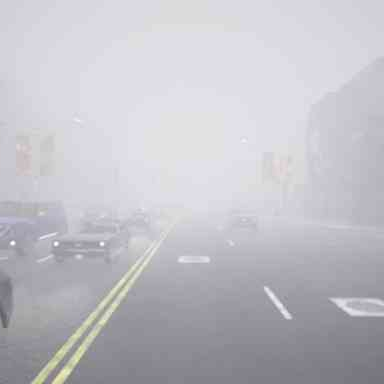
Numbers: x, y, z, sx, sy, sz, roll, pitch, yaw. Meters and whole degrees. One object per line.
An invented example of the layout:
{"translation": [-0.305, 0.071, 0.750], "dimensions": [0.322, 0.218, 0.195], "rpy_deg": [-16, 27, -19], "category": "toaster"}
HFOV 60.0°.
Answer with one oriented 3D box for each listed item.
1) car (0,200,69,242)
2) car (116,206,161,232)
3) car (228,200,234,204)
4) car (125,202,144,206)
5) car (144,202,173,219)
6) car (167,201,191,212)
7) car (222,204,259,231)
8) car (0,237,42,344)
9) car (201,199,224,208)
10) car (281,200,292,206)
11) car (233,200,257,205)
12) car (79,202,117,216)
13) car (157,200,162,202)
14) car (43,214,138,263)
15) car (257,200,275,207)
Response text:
{"translation": [-7.000, 1.348, 13.882], "dimensions": [2.150, 2.045, 5.566], "rpy_deg": [0, -1, 0], "category": "car"}
{"translation": [-3.425, 1.823, 22.152], "dimensions": [1.895, 1.301, 4.718], "rpy_deg": [0, -1, 1], "category": "car"}
{"translation": [8.585, 2.167, 61.977], "dimensions": [2.128, 1.511, 4.902], "rpy_deg": [0, -1, 37], "category": "car"}
{"translation": [-6.462, 1.886, 38.259], "dimensions": [1.837, 1.490, 4.892], "rpy_deg": [0, -1, 4], "category": "car"}
{"translation": [-3.257, 1.937, 32.999], "dimensions": [1.895, 1.301, 4.718], "rpy_deg": [0, -1, 2], "category": "car"}
{"translation": [-1.669, 2.092, 47.413], "dimensions": [1.895, 1.301, 4.718], "rpy_deg": [0, -1, 14], "category": "car"}
{"translation": [3.367, 1.798, 22.801], "dimensions": [2.033, 1.411, 5.357], "rpy_deg": [0, -1, 3], "category": "car"}
{"translation": [-3.587, 1.513, 3.016], "dimensions": [2.128, 1.511, 4.902], "rpy_deg": [0, -1, 0], "category": "car"}
{"translation": [4.262, 2.148, 61.651], "dimensions": [2.128, 1.511, 4.902], "rpy_deg": [0, 0, 31], "category": "car"}
{"translation": [20.504, 2.311, 69.060], "dimensions": [4.674, 1.442, 1.812], "rpy_deg": [1, -1, -31], "category": "car"}
{"translation": [8.924, 2.132, 55.280], "dimensions": [1.812, 1.442, 4.674], "rpy_deg": [0, -1, 27], "category": "car"}
{"translation": [-6.879, 1.594, 24.989], "dimensions": [2.097, 1.767, 4.553], "rpy_deg": [0, -1, 1], "category": "car"}
{"translation": [-3.766, 2.222, 61.056], "dimensions": [1.895, 1.301, 4.718], "rpy_deg": [0, -1, 30], "category": "car"}
{"translation": [-3.514, 1.722, 12.537], "dimensions": [1.895, 1.301, 4.718], "rpy_deg": [0, -1, 0], "category": "car"}
{"translation": [15.294, 2.300, 69.505], "dimensions": [4.674, 1.442, 1.812], "rpy_deg": [1, -1, -39], "category": "car"}
